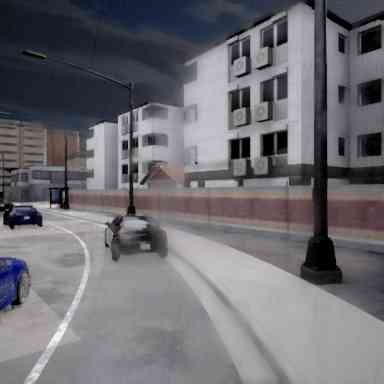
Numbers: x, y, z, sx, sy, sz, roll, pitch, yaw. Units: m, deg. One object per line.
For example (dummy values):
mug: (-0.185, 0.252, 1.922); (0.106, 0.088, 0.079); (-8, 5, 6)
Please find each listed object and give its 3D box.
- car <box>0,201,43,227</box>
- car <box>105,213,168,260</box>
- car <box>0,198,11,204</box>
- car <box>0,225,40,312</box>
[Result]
car: (-11.337, 1.565, 22.255); (1.994, 1.385, 4.181); (0, 0, -34)
car: (-2.186, 1.525, 12.418); (1.812, 1.442, 4.674); (0, 0, -19)
car: (-19.703, 1.352, 34.281); (2.097, 1.767, 4.553); (0, 0, -35)
car: (-3.991, 1.525, 4.944); (1.812, 1.442, 4.674); (0, 0, -9)
